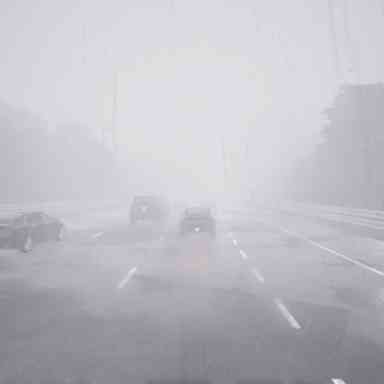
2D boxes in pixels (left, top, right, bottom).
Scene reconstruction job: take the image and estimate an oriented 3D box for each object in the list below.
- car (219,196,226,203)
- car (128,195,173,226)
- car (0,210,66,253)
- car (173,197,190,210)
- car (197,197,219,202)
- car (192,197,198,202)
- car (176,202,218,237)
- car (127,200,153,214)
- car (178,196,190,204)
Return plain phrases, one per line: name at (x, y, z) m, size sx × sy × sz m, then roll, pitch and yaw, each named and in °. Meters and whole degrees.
car at (5.903, 1.777, 75.029) m, size 1.994 × 1.385 × 4.181 m, roll 0°, pitch 0°, yaw 9°
car at (-2.942, 1.242, 23.995) m, size 2.150 × 2.045 × 5.566 m, roll 0°, pitch 0°, yaw 3°
car at (-6.810, 1.492, 13.547) m, size 1.837 × 1.490 × 4.892 m, roll 0°, pitch 0°, yaw 2°
car at (-1.475, 1.675, 44.863) m, size 1.895 × 1.301 × 4.718 m, roll 0°, pitch 0°, yaw 5°
car at (2.414, 1.597, 48.257) m, size 2.128 × 1.511 × 4.902 m, roll 0°, pitch 0°, yaw 6°
car at (1.262, 1.719, 67.688) m, size 2.033 × 1.411 × 5.357 m, roll 0°, pitch 0°, yaw 8°
car at (0.342, 1.536, 18.345) m, size 1.837 × 1.490 × 4.892 m, roll 0°, pitch 0°, yaw 2°
car at (-5.635, 1.595, 36.490) m, size 1.994 × 1.385 × 4.181 m, roll 0°, pitch 0°, yaw 4°
car at (-1.761, 1.694, 71.287) m, size 1.812 × 1.442 × 4.674 m, roll 0°, pitch 0°, yaw 8°
